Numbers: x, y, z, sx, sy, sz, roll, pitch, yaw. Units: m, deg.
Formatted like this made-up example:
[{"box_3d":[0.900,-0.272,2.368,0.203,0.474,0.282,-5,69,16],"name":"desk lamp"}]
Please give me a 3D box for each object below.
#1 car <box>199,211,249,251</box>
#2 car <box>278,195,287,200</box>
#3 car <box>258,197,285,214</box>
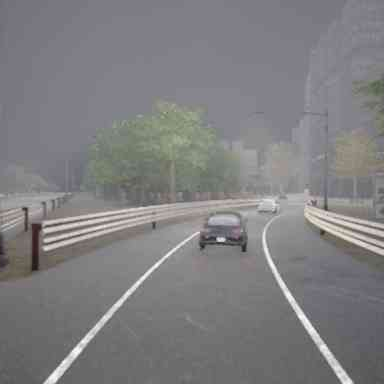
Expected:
[{"box_3d":[1.430,1.539,14.175,1.812,1.442,4.674,0,0,10],"name":"car"},{"box_3d":[24.721,1.479,91.058,1.837,1.490,4.892,0,0,5],"name":"car"},{"box_3d":[8.389,1.557,35.793,1.812,1.442,4.674,0,0,24],"name":"car"}]
